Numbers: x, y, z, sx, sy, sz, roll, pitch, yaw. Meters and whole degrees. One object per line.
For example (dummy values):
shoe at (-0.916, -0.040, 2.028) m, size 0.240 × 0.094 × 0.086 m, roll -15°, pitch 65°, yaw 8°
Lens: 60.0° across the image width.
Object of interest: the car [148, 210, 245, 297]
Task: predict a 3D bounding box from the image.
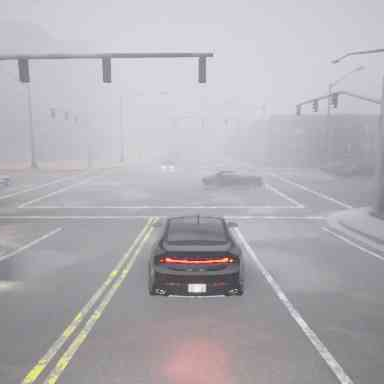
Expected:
car at (0.081, 1.203, 7.996) m, size 1.837 × 1.490 × 4.892 m, roll 0°, pitch 4°, yaw 0°

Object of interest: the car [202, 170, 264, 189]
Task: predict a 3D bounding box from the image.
car at (3.113, -1.000, 25.759) m, size 4.718 × 1.301 × 1.895 m, roll 0°, pitch 9°, yaw 0°

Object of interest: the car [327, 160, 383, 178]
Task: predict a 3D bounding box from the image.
car at (16.680, -2.140, 32.811) m, size 5.357 × 1.411 × 2.033 m, roll 0°, pitch 9°, yaw 2°

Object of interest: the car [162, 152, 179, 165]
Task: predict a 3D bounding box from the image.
car at (-3.539, -4.880, 50.660) m, size 2.033 × 1.411 × 5.357 m, roll 0°, pitch 9°, yaw 0°

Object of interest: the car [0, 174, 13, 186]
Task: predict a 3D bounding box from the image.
car at (-16.491, -1.086, 25.851) m, size 4.674 × 1.442 × 1.812 m, roll 0°, pitch 9°, yaw 0°

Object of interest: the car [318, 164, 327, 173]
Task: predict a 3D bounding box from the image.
car at (16.316, -2.727, 36.261) m, size 4.902 × 1.511 × 2.128 m, roll 0°, pitch 9°, yaw 0°

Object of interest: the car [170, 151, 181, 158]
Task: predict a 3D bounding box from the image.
car at (-3.499, -6.635, 60.791) m, size 2.097 × 1.767 × 4.553 m, roll 0°, pitch 9°, yaw 0°

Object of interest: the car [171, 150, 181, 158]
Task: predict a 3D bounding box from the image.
car at (-3.419, -8.072, 70.969) m, size 1.882 × 1.535 × 5.008 m, roll 0°, pitch 9°, yaw 0°

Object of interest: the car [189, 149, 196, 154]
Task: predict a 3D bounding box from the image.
car at (0.103, -10.967, 90.286) m, size 1.994 × 1.385 × 4.181 m, roll 0°, pitch 9°, yaw 0°
